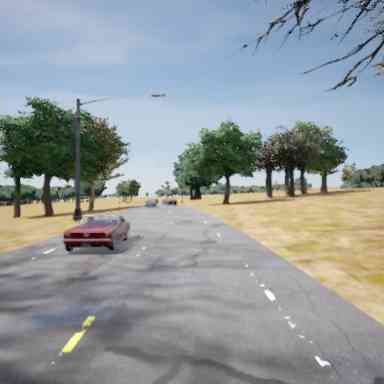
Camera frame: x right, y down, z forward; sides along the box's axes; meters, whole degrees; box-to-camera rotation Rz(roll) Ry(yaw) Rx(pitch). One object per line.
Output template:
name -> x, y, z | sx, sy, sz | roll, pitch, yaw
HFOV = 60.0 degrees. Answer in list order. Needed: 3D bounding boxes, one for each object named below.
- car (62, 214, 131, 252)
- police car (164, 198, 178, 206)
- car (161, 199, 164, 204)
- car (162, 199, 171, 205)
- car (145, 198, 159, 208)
car -> -3.838, 1.615, 14.112 | 1.895, 1.301, 4.718 | 0, 0, -2
police car -> -4.215, 2.086, 71.184 | 1.930, 1.638, 5.238 | 0, -1, -8
car -> -5.771, 2.397, 81.005 | 1.812, 1.442, 4.674 | 0, -1, -10
car -> -6.813, 2.504, 86.949 | 1.837, 1.490, 4.892 | 0, -1, -10
car -> -6.851, 1.890, 55.908 | 1.812, 1.442, 4.674 | 0, -1, -6
